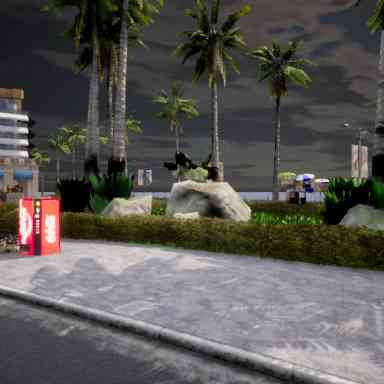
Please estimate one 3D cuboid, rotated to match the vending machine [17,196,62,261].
[{"bbox_3d":[-5.242,1.195,11.447,0.880,2.100,1.100,0,0,28],"label":"vending machine"}]
